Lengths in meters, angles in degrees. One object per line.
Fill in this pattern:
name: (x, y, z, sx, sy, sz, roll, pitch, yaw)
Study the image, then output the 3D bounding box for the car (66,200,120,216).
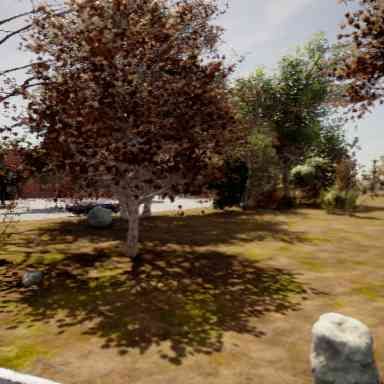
car: (-8.145, 1.342, 28.479, 1.895, 1.301, 4.718, 0, 1, 44)
